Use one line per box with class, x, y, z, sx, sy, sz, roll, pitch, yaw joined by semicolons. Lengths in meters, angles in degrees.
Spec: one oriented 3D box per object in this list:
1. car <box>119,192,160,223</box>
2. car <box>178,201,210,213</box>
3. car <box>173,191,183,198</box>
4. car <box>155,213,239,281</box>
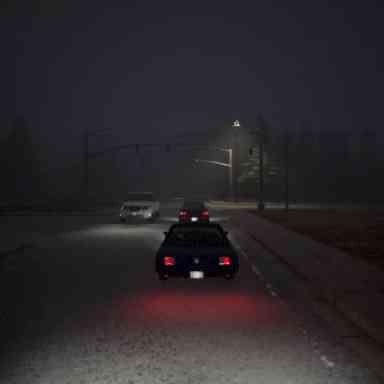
car;-3.533;0.985;23.316;2.150;2.045;5.566;0;0;1
car;0.124;1.308;20.674;1.812;1.442;4.674;0;1;0
car;-3.315;0.544;77.706;2.097;1.767;4.553;0;1;1
car;0.110;1.506;9.501;1.895;1.301;4.718;0;1;0
